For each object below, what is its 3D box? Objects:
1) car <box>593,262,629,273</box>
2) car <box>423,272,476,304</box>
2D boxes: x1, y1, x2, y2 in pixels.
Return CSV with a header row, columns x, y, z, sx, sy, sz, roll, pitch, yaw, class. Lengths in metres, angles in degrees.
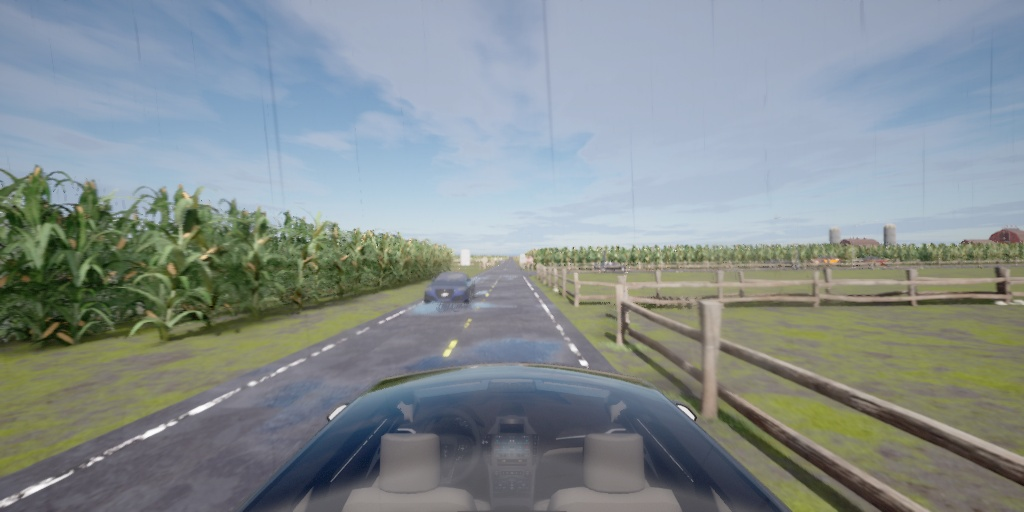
x,y,z,sx,sy,sz,roll,pitch,yaw,class
14.092,1.564,51.073,4.902,1.511,2.128,-1,0,-2,car
-2.854,1.465,17.193,1.994,1.385,4.181,0,-1,0,car
